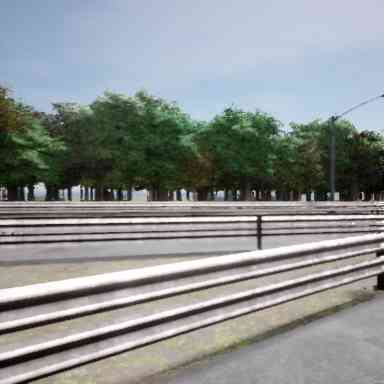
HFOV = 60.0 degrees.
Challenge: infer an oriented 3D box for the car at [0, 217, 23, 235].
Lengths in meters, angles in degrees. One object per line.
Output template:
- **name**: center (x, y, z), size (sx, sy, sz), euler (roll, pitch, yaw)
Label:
- **car**: center (-9.713, 1.378, 14.000), size (4.674, 1.442, 1.812), euler (1, 0, -17)
